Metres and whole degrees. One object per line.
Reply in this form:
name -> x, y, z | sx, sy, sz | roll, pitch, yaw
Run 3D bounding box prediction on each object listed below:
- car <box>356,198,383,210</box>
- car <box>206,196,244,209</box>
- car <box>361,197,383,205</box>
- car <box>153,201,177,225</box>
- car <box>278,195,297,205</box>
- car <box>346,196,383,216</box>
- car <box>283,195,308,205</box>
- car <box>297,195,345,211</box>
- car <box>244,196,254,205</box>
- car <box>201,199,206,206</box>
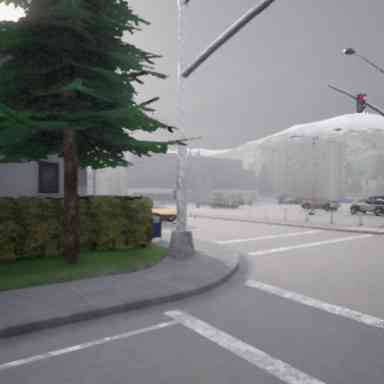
car -> 26.410, 1.667, 47.915 | 2.007, 1.523, 4.514 | 1, 0, -36
car -> 4.407, 1.522, 45.251 | 2.007, 1.523, 4.514 | 1, 0, -36
car -> 37.822, 1.917, 69.662 | 1.970, 1.475, 3.806 | 1, 0, -36
car -> -2.720, 1.368, 22.563 | 1.882, 1.535, 5.008 | 1, 0, -36
car -> 18.636, 1.472, 64.621 | 1.905, 1.878, 3.866 | 1, 0, -36
car -> 17.839, 1.328, 32.897 | 1.905, 1.878, 3.866 | 1, 0, -36
car -> 20.750, 1.514, 66.656 | 1.932, 1.855, 4.605 | 1, 0, -36
car -> 15.896, 1.373, 41.200 | 1.932, 1.855, 4.605 | 1, 0, -36
car -> 8.263, 1.453, 57.130 | 2.152, 1.636, 5.027 | 1, 0, -36
car -> 3.250, 1.484, 53.110 | 1.970, 1.475, 3.806 | 1, 0, -36
